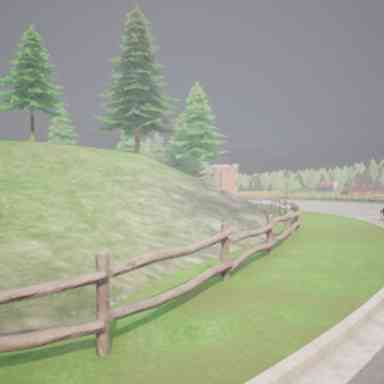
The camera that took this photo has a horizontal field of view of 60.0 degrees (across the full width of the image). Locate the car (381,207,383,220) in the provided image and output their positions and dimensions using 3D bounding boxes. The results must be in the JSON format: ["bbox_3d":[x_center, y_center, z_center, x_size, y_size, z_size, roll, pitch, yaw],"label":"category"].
[{"bbox_3d":[15.053,1.395,23.639,1.837,1.490,4.892,0,0,12],"label":"car"}]
